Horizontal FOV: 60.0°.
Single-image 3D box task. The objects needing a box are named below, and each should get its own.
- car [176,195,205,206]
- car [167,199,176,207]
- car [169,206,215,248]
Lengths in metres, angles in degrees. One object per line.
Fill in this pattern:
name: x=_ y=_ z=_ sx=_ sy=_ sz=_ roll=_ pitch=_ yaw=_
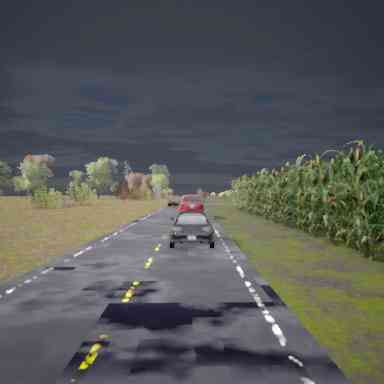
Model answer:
car: x=0.000 y=1.279 z=29.681 sx=2.150 sy=2.045 sz=5.566 roll=0 pitch=0 yaw=0
car: x=-2.744 y=1.704 z=50.622 sx=1.895 sy=1.301 sz=4.718 roll=0 pitch=0 yaw=0
car: x=0.000 y=1.539 z=14.647 sx=1.812 sy=1.442 sz=4.674 roll=0 pitch=0 yaw=0
